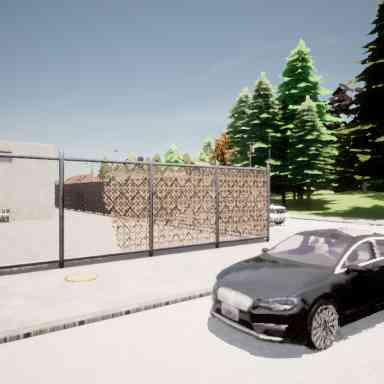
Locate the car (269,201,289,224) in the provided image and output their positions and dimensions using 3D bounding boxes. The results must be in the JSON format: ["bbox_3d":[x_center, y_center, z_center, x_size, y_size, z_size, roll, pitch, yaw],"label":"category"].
[{"bbox_3d":[4.089,1.223,23.356,2.150,2.045,5.566,0,0,-36],"label":"car"}]

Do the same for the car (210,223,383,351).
[{"bbox_3d":[2.582,1.492,6.250,4.902,1.511,2.128,0,0,-34],"label":"car"}]
